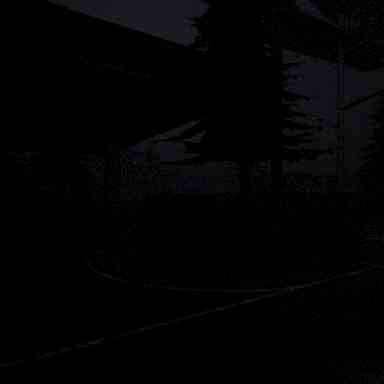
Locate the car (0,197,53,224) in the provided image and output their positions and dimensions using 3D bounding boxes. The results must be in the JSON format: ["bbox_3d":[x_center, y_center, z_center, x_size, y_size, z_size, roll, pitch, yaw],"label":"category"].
[{"bbox_3d":[-11.992,1.313,23.461,3.866,1.878,1.905,0,0,-36],"label":"car"}]
